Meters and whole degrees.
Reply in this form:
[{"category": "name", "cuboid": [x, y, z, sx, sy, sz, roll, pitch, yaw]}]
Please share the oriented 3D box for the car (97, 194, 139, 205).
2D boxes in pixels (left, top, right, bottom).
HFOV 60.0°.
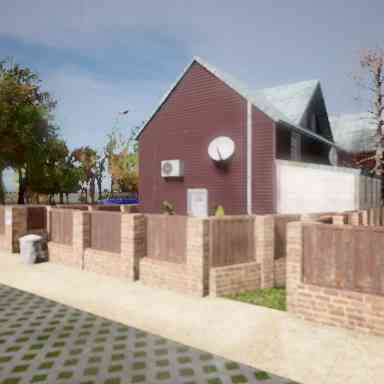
[{"category": "car", "cuboid": [-8.658, 1.296, 39.732, 2.150, 2.045, 5.566, 0, 0, 36]}]
